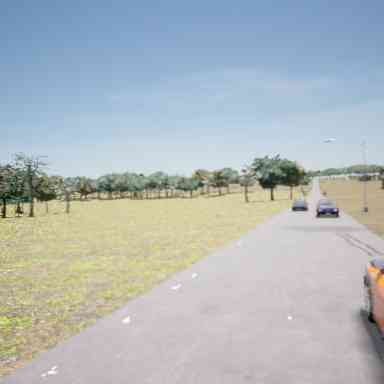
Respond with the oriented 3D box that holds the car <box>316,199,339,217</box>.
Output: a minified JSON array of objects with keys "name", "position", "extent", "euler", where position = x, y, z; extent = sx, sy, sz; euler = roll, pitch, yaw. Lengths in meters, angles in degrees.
[{"name":"car","position":[12.356,1.571,30.438],"extent":[1.895,1.301,4.718],"euler":[-2,-1,21]}]

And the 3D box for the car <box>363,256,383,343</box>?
[{"name":"car","position":[3.432,1.281,3.980],"extent":[2.097,1.767,4.553],"euler":[-2,-1,20]}]

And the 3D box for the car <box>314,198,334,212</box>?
[{"name":"car","position":[15.929,1.554,40.180],"extent":[2.033,1.411,5.357],"euler":[-2,-1,21]}]

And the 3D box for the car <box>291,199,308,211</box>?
[{"name":"car","position":[13.567,1.648,41.761],"extent":[2.033,1.411,5.357],"euler":[-2,-1,20]}]
